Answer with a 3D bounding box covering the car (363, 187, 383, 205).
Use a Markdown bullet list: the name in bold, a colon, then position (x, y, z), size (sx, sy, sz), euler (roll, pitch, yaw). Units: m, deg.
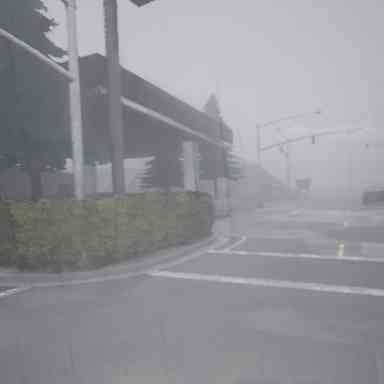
- **car**: position (16.327, 0.313, 29.050), size (1.882, 1.535, 5.008), euler (-3, -1, 38)
